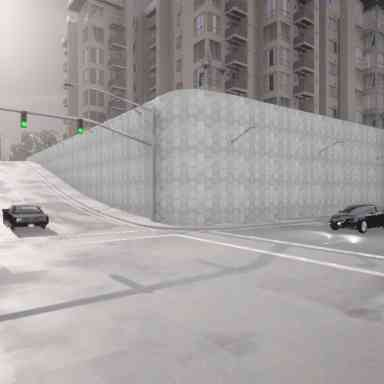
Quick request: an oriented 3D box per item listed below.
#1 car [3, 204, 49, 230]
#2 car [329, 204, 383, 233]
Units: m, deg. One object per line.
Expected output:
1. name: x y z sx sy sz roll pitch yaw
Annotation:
1. car: -10.036 1.386 19.854 1.895 1.301 4.718 0 3 -36
2. car: 10.106 1.505 19.803 4.892 1.490 1.837 0 0 -36
